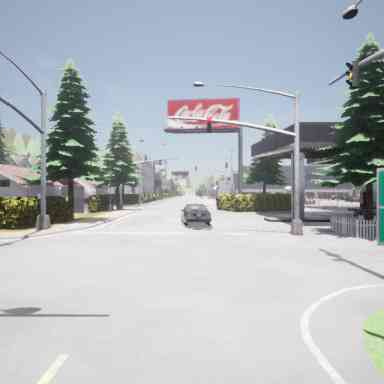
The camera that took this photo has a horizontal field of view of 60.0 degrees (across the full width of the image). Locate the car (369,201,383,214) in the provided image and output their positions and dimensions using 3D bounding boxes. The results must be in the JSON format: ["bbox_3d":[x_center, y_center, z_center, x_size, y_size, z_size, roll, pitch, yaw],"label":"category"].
[{"bbox_3d":[23.671,1.739,38.860,5.357,1.411,2.033,0,0,-14],"label":"car"}]

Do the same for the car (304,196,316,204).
[{"bbox_3d":[22.368,1.552,64.040,1.970,1.475,3.806,0,0,0],"label":"car"}]

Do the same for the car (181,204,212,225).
[{"bbox_3d":[0.248,1.547,23.873,2.033,1.411,5.357,0,0,-4],"label":"car"}]

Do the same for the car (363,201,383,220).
[{"bbox_3d":[18.631,1.672,30.636,4.611,1.667,2.242,0,0,0],"label":"car"}]

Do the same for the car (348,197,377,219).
[{"bbox_3d":[14.317,1.505,24.957,3.866,1.878,1.905,0,0,0],"label":"car"}]

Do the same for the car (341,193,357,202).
[{"bbox_3d":[34.755,1.490,71.858,2.007,1.523,4.514,0,0,0],"label":"car"}]
